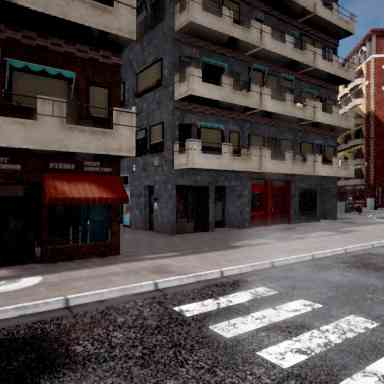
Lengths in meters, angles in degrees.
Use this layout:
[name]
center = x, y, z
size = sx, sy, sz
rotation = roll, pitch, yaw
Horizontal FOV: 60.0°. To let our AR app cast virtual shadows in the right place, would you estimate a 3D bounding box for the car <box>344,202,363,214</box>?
[car]
center = 17.812, 1.790, 38.243
size = 1.895, 1.301, 4.718
rotation = 0, 0, 5
